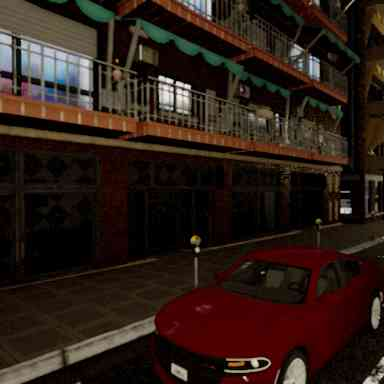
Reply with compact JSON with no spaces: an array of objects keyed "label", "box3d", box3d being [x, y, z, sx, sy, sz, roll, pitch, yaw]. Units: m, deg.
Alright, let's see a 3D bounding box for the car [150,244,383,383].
[{"label":"car","box3d":[1.424,1.545,4.931,1.887,1.381,4.507,0,0,44]}]
